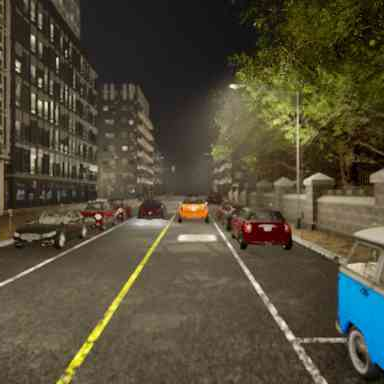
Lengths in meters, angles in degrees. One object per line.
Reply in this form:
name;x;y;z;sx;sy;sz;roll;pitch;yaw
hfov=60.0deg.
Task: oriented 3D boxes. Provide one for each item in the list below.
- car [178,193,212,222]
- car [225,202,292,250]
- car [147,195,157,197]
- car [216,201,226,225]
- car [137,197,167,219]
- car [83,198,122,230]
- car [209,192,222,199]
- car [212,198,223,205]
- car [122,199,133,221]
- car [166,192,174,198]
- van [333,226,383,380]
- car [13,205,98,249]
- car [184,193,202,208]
car;0.108;1.153;24.363;2.097;1.767;4.553;0;1;0
car;2.703;1.329;13.793;1.967;1.590;4.097;1;0;0
car;-5.669;1.152;46.671;2.008;1.369;4.403;1;1;0
car;2.704;1.409;19.274;1.947;1.339;4.313;1;0;0
car;-3.090;1.345;26.527;1.994;1.385;4.181;0;0;0
car;-5.676;1.283;19.301;1.967;1.590;4.097;1;0;0
car;2.712;0.966;41.185;2.192;1.841;5.009;1;1;0
car;2.705;1.379;24.751;1.802;1.307;4.206;1;1;0
car;-5.674;1.237;24.775;1.967;1.590;4.097;1;0;0
car;-5.657;0.673;84.613;1.967;1.590;4.097;1;1;0
van;2.701;1.318;2.836;1.690;1.788;3.998;1;0;0
car;-5.678;1.439;13.826;2.008;1.369;4.403;1;0;0
car;0.111;1.002;41.255;2.097;1.767;4.553;0;1;0
